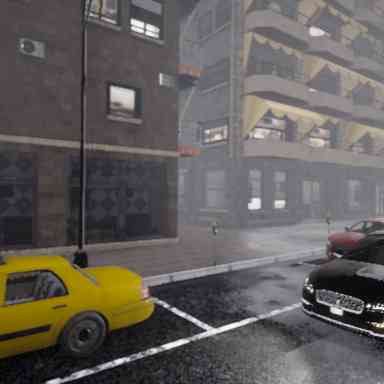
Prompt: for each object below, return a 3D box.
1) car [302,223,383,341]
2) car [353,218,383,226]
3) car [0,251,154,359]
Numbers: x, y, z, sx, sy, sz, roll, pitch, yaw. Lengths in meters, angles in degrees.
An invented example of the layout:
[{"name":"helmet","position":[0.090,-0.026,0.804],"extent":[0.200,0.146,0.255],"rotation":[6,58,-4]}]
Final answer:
[{"name":"car","position":[4.104,1.511,6.328],"extent":[4.892,1.490,1.837],"rotation":[0,0,-36]},{"name":"car","position":[6.288,1.555,11.076],"extent":[4.507,1.381,1.887],"rotation":[0,1,-36]},{"name":"car","position":[-2.892,1.533,4.477],"extent":[4.829,1.417,1.752],"rotation":[0,1,-36]}]
